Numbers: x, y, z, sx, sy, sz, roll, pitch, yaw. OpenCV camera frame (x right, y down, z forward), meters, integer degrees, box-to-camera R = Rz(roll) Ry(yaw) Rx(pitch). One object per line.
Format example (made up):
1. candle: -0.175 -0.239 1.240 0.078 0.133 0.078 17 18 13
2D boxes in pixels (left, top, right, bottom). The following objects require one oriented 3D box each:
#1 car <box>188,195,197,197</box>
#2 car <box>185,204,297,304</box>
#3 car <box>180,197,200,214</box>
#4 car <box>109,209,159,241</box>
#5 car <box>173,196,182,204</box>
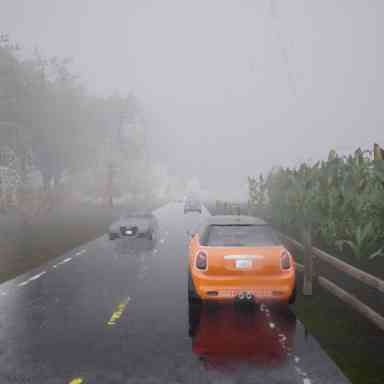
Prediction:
1. car: 0.072 1.346 46.206 2.097 1.767 4.553 0 0 0
2. car: 0.963 1.349 8.277 2.097 1.767 4.553 0 0 0
3. car: 0.084 1.542 35.644 2.033 1.411 5.357 0 0 0
4. car: -2.746 1.560 16.445 1.994 1.385 4.181 0 0 0
5. car: -2.729 1.486 64.815 2.128 1.511 4.902 0 0 0
